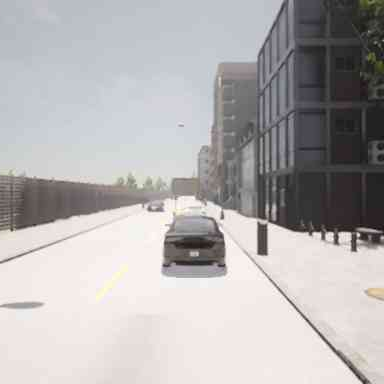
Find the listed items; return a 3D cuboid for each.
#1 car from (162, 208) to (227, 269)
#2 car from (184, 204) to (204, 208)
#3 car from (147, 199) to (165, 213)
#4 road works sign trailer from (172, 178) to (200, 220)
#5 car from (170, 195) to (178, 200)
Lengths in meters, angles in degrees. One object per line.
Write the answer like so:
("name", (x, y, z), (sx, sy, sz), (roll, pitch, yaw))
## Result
("car", (0.067, 1.521, 11.401), (1.882, 1.535, 5.008), (0, 0, 0))
("car", (0.148, 1.635, 25.105), (1.812, 1.442, 4.674), (-1, -1, -4))
("car", (-4.212, 1.639, 39.393), (2.128, 1.511, 4.902), (0, 0, 0))
("road works sign trailer", (-0.564, 0.572, 28.654), (2.380, 3.560, 2.880), (0, 0, -15))
("car", (-4.243, 1.497, 79.991), (1.837, 1.490, 4.892), (0, 0, 0))
